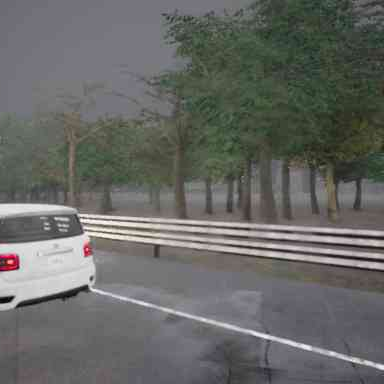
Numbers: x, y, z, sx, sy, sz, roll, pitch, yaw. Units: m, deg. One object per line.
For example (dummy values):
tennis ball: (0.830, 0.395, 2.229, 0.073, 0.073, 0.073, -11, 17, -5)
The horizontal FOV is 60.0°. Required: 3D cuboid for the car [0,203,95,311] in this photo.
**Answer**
car: (-4.477, 1.266, 7.317, 5.566, 2.045, 2.150, 0, 0, 37)
